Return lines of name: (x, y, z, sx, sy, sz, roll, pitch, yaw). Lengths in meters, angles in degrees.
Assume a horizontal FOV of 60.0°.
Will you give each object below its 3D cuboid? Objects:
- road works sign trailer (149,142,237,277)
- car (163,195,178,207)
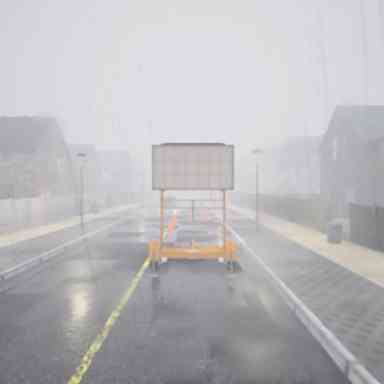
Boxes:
road works sign trailer: (0.029, 0.348, 9.841, 2.380, 3.560, 2.880, 0, 1, 1)
car: (-2.752, 1.089, 39.677, 1.882, 1.535, 5.008, 0, 0, 0)
